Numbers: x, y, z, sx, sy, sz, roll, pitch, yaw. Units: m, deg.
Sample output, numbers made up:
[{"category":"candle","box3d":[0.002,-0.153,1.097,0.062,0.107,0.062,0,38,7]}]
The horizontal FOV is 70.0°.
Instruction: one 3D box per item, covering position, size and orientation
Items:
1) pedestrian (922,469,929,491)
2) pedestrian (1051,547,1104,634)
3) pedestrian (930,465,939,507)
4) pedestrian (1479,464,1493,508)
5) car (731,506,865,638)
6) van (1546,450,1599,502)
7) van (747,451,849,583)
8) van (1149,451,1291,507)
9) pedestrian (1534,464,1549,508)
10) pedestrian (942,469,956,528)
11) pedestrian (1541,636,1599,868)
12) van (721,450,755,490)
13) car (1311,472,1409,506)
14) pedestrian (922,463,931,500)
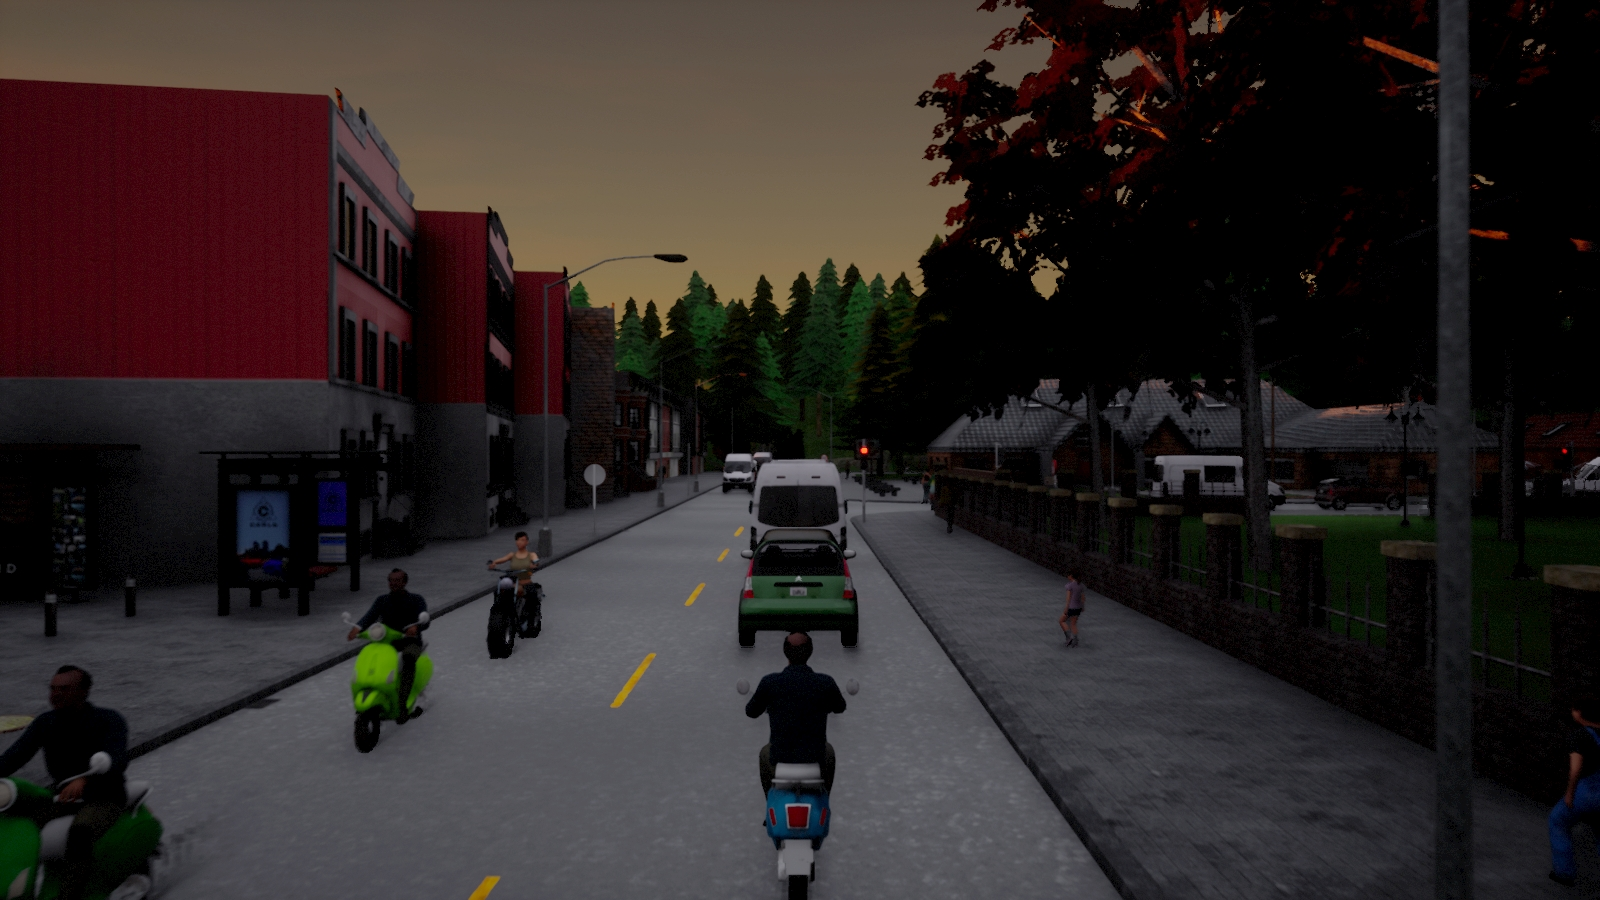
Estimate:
[{"category":"pedestrian","box3d":[7.566,1.801,68.716,0.375,1.300,0.375,0,0,1]},{"category":"pedestrian","box3d":[3.787,1.904,15.598,0.500,1.100,0.500,0,0,-24]},{"category":"pedestrian","box3d":[6.077,1.626,51.640,0.375,1.860,0.375,0,0,14]},{"category":"pedestrian","box3d":[29.331,1.523,48.866,0.375,1.860,0.375,0,0,-10]},{"category":"car","box3d":[-0.027,1.779,17.732,1.851,1.617,3.988,0,0,0]},{"category":"van","box3d":[41.049,1.312,57.118,5.915,2.561,1.988,0,-1,17]},{"category":"van","box3d":[-0.048,1.313,25.193,1.988,2.561,5.915,0,0,0]},{"category":"van","box3d":[19.578,1.312,53.405,5.915,2.561,1.988,0,0,1]},{"category":"pedestrian","box3d":[31.316,1.523,48.262,0.375,1.860,0.375,0,0,0]},{"category":"pedestrian","box3d":[4.733,1.524,36.256,0.375,1.860,0.375,0,0,-1]},{"category":"pedestrian","box3d":[4.790,1.805,6.904,0.375,1.300,0.375,0,0,0]},{"category":"van","box3d":[-4.116,1.311,76.916,1.988,2.561,5.915,0,0,0]},{"category":"car","box3d":[26.115,1.804,53.344,3.705,1.549,1.789,0,0,0]},{"category":"pedestrian","box3d":[6.519,1.626,58.988,0.375,1.860,0.375,0,0,22]}]
